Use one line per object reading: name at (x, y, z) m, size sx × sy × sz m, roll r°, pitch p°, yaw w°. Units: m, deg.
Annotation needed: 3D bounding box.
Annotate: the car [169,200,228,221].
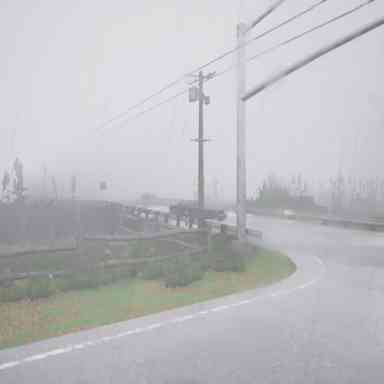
car at (0.338, 1.233, 22.408) m, size 1.895 × 1.301 × 4.718 m, roll 0°, pitch 3°, yaw -32°
